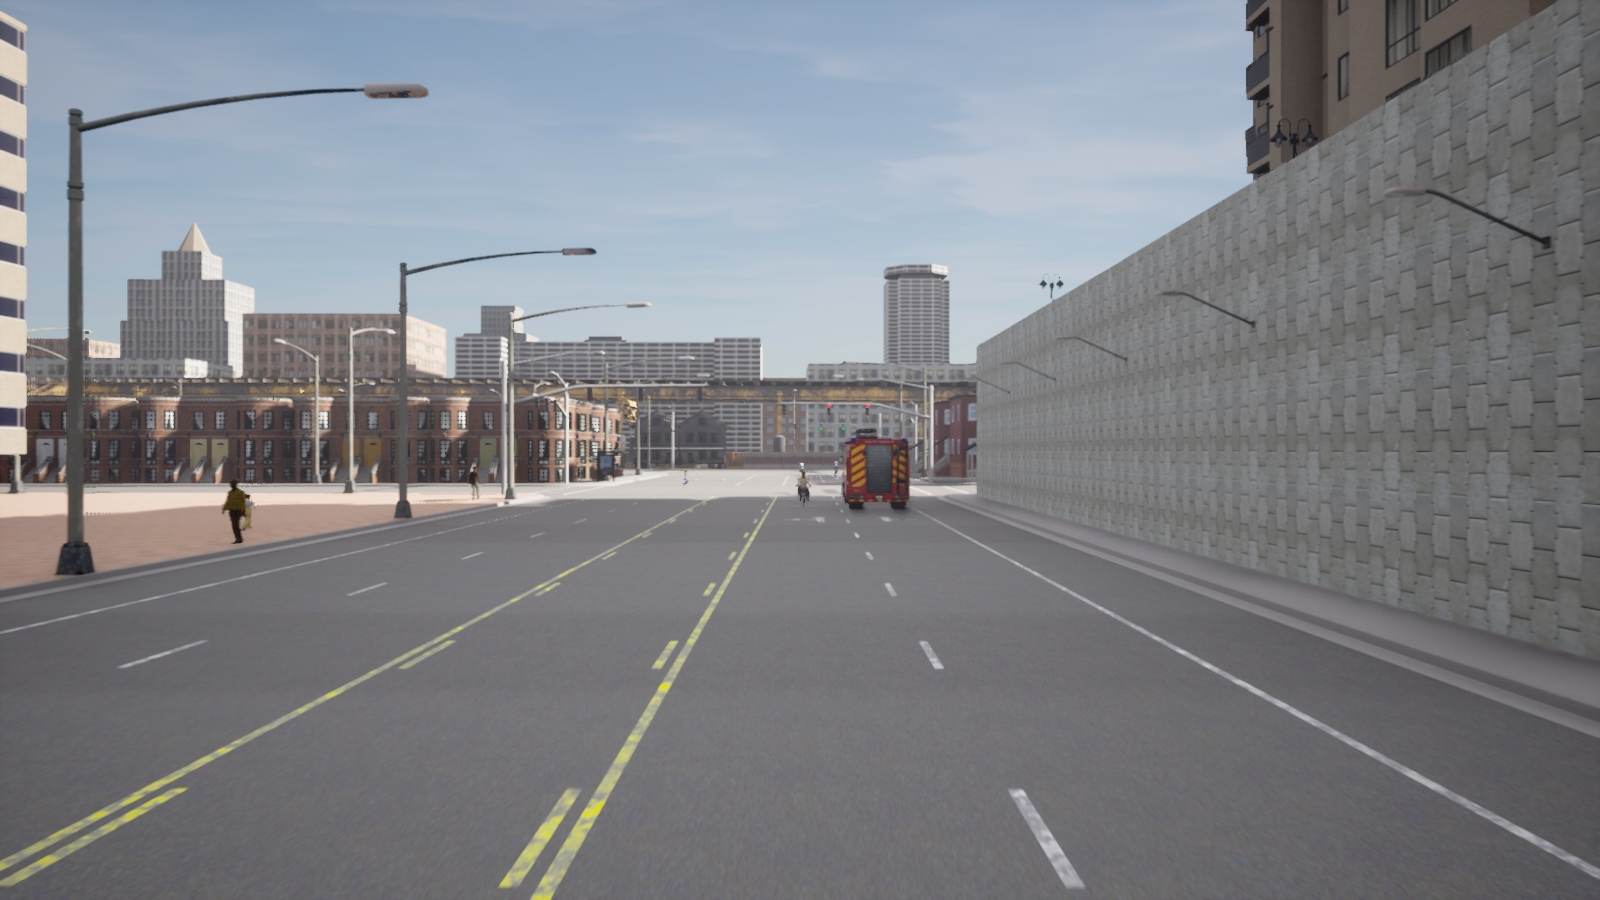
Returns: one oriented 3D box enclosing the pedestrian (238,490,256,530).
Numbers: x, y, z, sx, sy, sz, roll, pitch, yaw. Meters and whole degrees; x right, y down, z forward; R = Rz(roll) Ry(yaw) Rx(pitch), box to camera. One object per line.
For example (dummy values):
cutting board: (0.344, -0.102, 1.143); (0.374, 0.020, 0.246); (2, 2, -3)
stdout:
pedestrian: (-18.251, 1.988, 37.714); (0.375, 1.300, 0.375); (0, 0, 6)

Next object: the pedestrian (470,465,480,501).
pedestrian: (-16.757, 1.696, 58.968); (0.375, 1.860, 0.375); (0, 0, 4)

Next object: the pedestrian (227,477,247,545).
pedestrian: (-15.694, 1.695, 31.858); (0.375, 1.860, 0.375); (0, 0, 3)

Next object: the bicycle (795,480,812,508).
bicycle: (0.168, 2.146, 56.060); (0.859, 1.301, 1.487); (0, 0, 0)

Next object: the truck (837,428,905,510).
truck: (3.426, 0.891, 57.321); (2.891, 3.827, 8.468); (0, 0, 0)
